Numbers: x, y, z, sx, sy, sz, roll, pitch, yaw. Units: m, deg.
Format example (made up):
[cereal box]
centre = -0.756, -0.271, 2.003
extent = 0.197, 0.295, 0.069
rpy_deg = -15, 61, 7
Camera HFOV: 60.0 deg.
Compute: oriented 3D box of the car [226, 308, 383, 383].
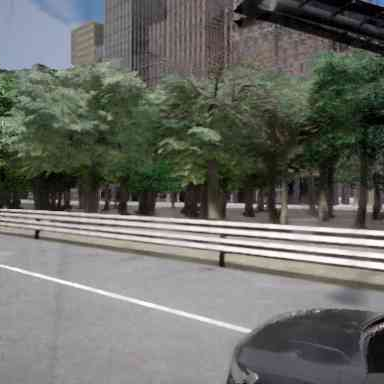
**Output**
[car]
centre = 2.555, 1.504, 2.169
extent = 4.892, 1.490, 1.837
rpy_deg = 0, 0, 36
